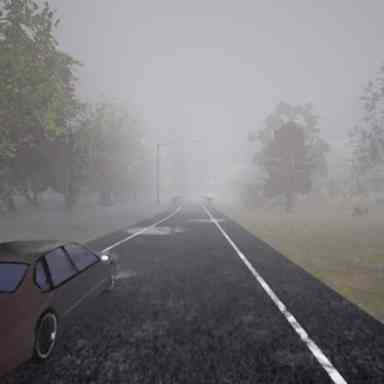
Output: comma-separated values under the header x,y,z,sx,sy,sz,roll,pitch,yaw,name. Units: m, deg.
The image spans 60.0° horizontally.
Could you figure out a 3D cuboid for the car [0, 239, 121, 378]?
x,y,z,sx,sy,sz,roll,pitch,yaw,name
-2.751,1.547,5.773,2.033,1.411,5.357,0,0,2,car
